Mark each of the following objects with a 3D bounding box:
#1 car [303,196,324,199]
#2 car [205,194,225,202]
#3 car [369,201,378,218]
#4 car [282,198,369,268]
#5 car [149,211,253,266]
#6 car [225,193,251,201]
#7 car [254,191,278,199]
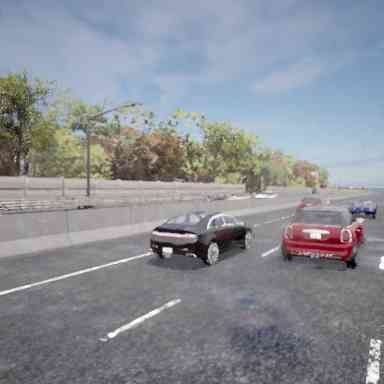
[{"bbox_3d":[10.274,1.152,27.696,2.097,1.767,4.553,0,0,31],"label":"car"},{"bbox_3d":[3.768,1.113,51.345,2.128,1.511,4.902,0,1,31],"label":"car"},{"bbox_3d":[14.487,1.407,27.932,1.895,1.301,4.718,0,0,31],"label":"car"},{"bbox_3d":[4.653,1.268,11.393,2.097,1.767,4.553,0,1,31],"label":"car"},{"bbox_3d":[0.564,1.401,11.364,2.128,1.511,4.902,0,1,31],"label":"car"},{"bbox_3d":[7.268,0.990,50.376,2.097,1.767,4.553,0,0,31],"label":"car"},{"bbox_3d":[11.249,0.872,50.205,2.150,2.045,5.566,0,0,31],"label":"car"}]
